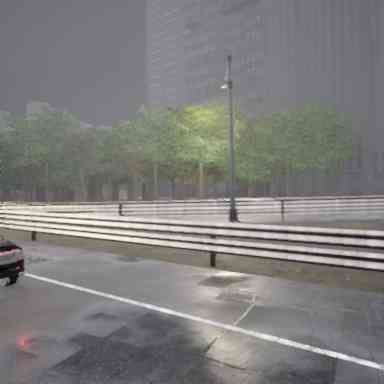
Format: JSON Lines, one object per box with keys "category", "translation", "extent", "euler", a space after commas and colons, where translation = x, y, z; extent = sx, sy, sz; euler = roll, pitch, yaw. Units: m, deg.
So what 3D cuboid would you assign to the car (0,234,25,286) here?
{"category": "car", "translation": [-6.126, 1.564, 8.355], "extent": [4.902, 1.511, 2.128], "euler": [0, 0, 36]}
